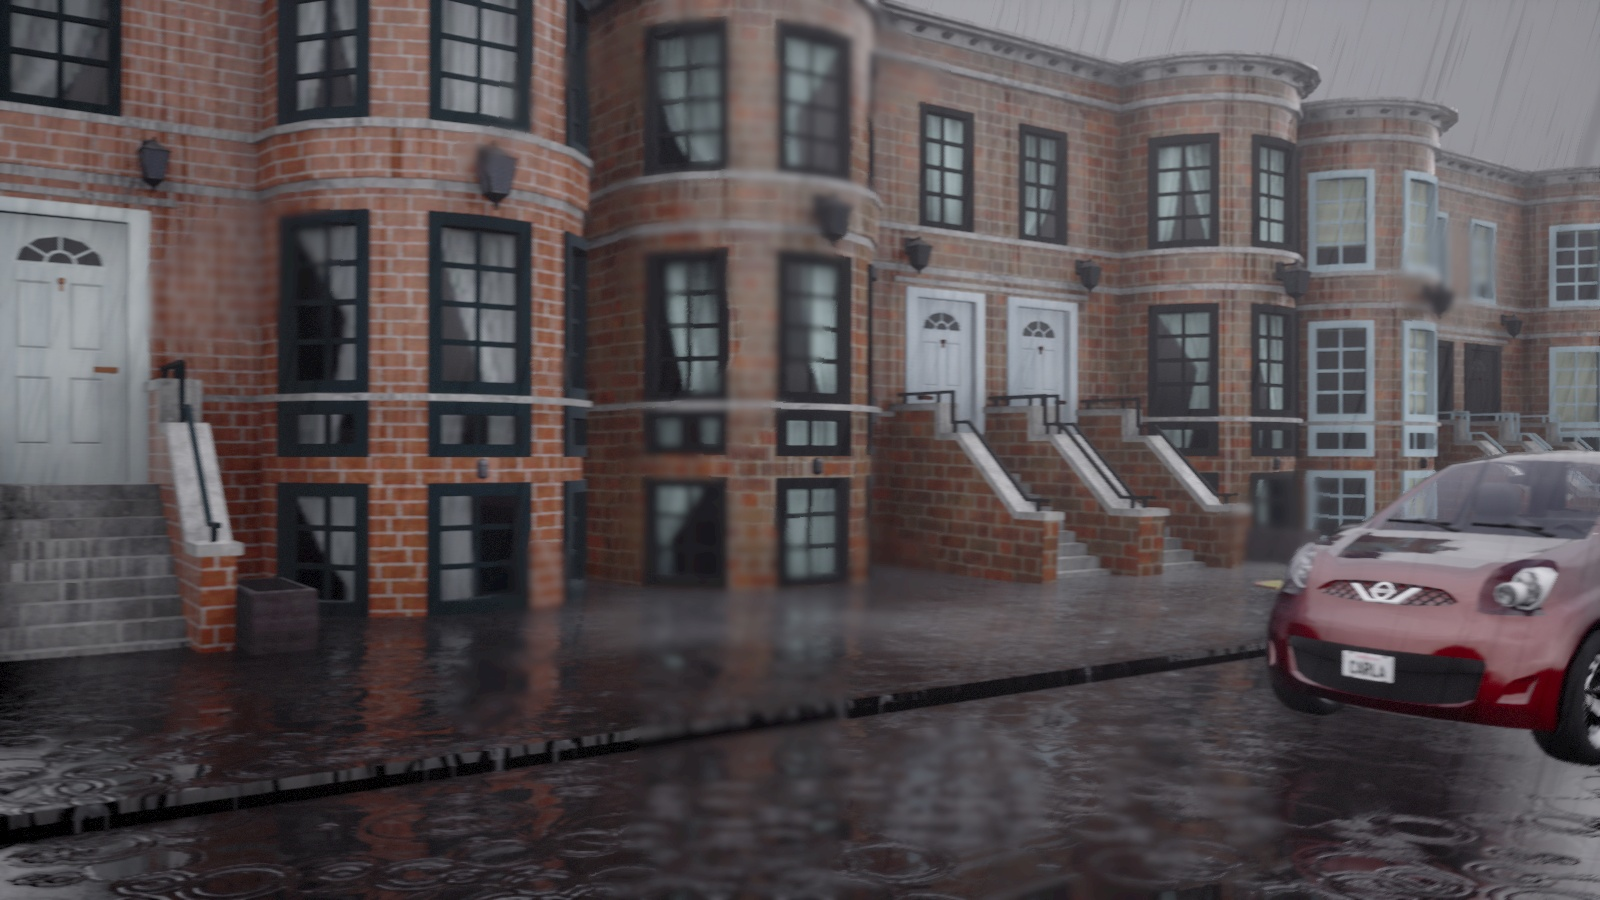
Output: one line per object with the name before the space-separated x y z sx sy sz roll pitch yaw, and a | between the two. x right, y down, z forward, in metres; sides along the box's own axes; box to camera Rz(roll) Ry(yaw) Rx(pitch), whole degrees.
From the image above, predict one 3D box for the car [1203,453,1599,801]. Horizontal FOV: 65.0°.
car | 4.247 0.767 7.224 3.633 1.501 1.845 0 0 -35
